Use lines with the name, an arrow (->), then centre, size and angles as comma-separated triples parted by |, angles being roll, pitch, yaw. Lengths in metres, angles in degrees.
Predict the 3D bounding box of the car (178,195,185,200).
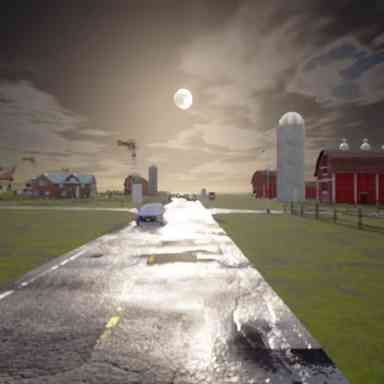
car -> -3.025, 1.430, 94.133 | 1.994, 1.385, 4.181 | 0, 0, -2

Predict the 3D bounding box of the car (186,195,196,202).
car -> -0.062, 1.774, 88.784 | 2.128, 1.511, 4.902 | 0, 0, -2

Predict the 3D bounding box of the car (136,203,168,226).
car -> -2.823, 1.541, 24.039 | 1.882, 1.535, 5.008 | 0, 0, 0
